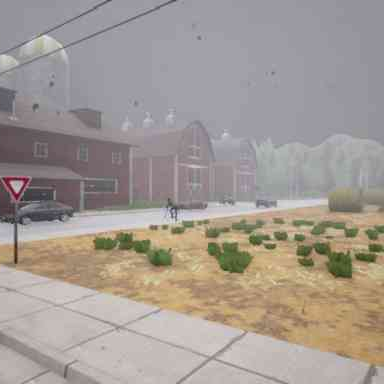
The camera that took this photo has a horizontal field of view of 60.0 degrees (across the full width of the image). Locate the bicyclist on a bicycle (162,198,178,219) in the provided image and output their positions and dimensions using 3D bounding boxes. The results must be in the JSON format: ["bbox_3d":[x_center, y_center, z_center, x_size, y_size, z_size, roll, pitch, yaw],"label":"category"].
[{"bbox_3d":[-1.497,1.265,23.328,1.656,1.620,0.582,0,0,35],"label":"bicyclist on a bicycle"}]

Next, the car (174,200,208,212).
[{"bbox_3d":[-0.131,1.561,38.437,1.895,1.301,4.718,0,0,35],"label":"car"}]

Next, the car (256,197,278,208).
[{"bbox_3d":[10.758,1.466,47.757,1.837,1.490,4.892,0,0,35],"label":"car"}]

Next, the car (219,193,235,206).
[{"bbox_3d":[5.735,1.102,54.102,1.905,1.878,3.866,6,1,-8],"label":"car"}]

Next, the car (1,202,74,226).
[{"bbox_3d":[-10.656,1.463,23.249,1.837,1.490,4.892,0,0,35],"label":"car"}]
